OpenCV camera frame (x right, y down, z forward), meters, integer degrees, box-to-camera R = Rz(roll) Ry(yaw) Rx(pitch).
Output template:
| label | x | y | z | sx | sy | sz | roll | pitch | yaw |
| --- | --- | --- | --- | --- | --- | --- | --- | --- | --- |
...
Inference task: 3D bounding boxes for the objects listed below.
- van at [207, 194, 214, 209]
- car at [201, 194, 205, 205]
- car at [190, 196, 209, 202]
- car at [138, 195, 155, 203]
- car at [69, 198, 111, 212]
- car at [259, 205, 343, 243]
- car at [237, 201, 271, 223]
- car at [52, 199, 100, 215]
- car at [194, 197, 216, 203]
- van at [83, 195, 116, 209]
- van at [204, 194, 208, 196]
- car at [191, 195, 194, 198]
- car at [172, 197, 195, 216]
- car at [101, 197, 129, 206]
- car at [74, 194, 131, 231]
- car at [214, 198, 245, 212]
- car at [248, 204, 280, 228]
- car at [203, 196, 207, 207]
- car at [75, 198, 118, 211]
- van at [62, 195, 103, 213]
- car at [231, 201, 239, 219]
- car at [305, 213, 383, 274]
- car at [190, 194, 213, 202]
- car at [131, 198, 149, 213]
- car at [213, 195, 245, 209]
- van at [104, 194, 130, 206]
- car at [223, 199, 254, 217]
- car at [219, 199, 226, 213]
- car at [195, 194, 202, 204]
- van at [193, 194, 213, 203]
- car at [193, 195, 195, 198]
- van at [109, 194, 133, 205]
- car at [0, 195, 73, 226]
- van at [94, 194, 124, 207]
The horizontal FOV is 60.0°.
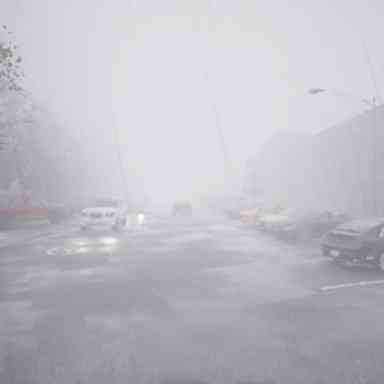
| label | x | y | z | sx | sy | sz | roll | pitch | yaw |
| --- | --- | --- | --- | --- | --- | --- | --- | --- | --- |
| van | 4.718 | 1.425 | 43.075 | 4.442 | 1.987 | 1.878 | 1 | 0 | -23 |
| car | 4.334 | 1.554 | 51.904 | 4.553 | 1.767 | 2.185 | 1 | -1 | -23 |
| car | 2.167 | 1.978 | 92.923 | 4.892 | 1.521 | 2.231 | 2 | -2 | -23 |
| car | -7.209 | 1.253 | 54.609 | 2.097 | 1.767 | 4.553 | 0 | 0 | -3 |
| car | -12.965 | 1.609 | 42.232 | 4.892 | 1.521 | 2.231 | -1 | 0 | -23 |
| car | 6.200 | 1.614 | 16.755 | 4.892 | 1.521 | 2.231 | 1 | 0 | -23 |
| car | 6.055 | 1.621 | 22.692 | 5.366 | 1.575 | 1.946 | 1 | 0 | -23 |
| car | -12.693 | 1.626 | 36.338 | 4.792 | 1.488 | 2.163 | -1 | 0 | -23 |
| car | 3.012 | 1.859 | 78.287 | 4.792 | 1.488 | 2.163 | 1 | -1 | -23 |
| van | -13.387 | 1.402 | 48.065 | 4.442 | 1.987 | 1.878 | -1 | 0 | -23 |
| van | 4.623 | 1.447 | 49.033 | 4.442 | 1.987 | 1.878 | 1 | -1 | -23 |
| car | 3.313 | 1.810 | 75.416 | 5.366 | 1.575 | 1.946 | 1 | -1 | -23 |
| car | -1.040 | 1.613 | 34.139 | 1.882 | 1.535 | 5.008 | 0 | 0 | -3 |
| car | -13.896 | 1.717 | 59.876 | 4.674 | 1.452 | 2.002 | -1 | -1 | -23 |
| car | -5.589 | 1.328 | 21.616 | 2.150 | 2.045 | 5.566 | 0 | 0 | -3 |
| car | 5.283 | 1.638 | 34.336 | 4.892 | 1.521 | 2.231 | 1 | 0 | -23 |
| car | 6.042 | 1.657 | 19.684 | 4.674 | 1.452 | 2.002 | 1 | 0 | -23 |
| car | 4.660 | 1.661 | 46.054 | 5.008 | 1.535 | 2.097 | 1 | -1 | -23 |
| car | -12.955 | 1.612 | 45.246 | 5.366 | 1.575 | 1.946 | -1 | 0 | -23 |
| van | -12.924 | 1.378 | 39.240 | 4.442 | 1.987 | 1.878 | -1 | 0 | -23 |
| car | 5.737 | 1.665 | 25.544 | 4.674 | 1.452 | 2.002 | 1 | 0 | -23 |
| car | 6.495 | 1.607 | 10.899 | 4.892 | 1.521 | 2.231 | 1 | 0 | -23 |
| car | 2.487 | 1.636 | 87.056 | 5.566 | 2.045 | 2.435 | 1 | -1 | -23 |
| car | -6.454 | 1.731 | 38.351 | 1.895 | 1.301 | 4.718 | 0 | 0 | -3 |
| car | 5.157 | 1.516 | 37.273 | 4.553 | 1.767 | 2.185 | 1 | 0 | -23 |
| van | -14.152 | 1.469 | 62.764 | 4.442 | 1.987 | 1.878 | -1 | 0 | -23 |
| car | 5.593 | 1.630 | 28.471 | 4.892 | 1.521 | 2.231 | 1 | 0 | -23 |
| car | 5.402 | 1.662 | 31.391 | 4.792 | 1.488 | 2.163 | 1 | 0 | -23 |
| car | 4.085 | 1.456 | 57.787 | 5.566 | 2.045 | 2.435 | 1 | -1 | -23 |
| van | 2.726 | 1.620 | 81.154 | 4.442 | 1.987 | 1.878 | 1 | 0 | -23 |
| car | 3.616 | 1.772 | 69.563 | 5.366 | 1.575 | 1.946 | 1 | -1 | -23 |
| van | -14.093 | 1.485 | 65.804 | 4.442 | 1.987 | 1.878 | -1 | -1 | -23 |
| car | -12.032 | 1.328 | 24.605 | 5.566 | 2.045 | 2.435 | -1 | 0 | -23 |
| van | -13.482 | 1.423 | 54.044 | 4.442 | 1.987 | 1.878 | -1 | -1 | -23 |
